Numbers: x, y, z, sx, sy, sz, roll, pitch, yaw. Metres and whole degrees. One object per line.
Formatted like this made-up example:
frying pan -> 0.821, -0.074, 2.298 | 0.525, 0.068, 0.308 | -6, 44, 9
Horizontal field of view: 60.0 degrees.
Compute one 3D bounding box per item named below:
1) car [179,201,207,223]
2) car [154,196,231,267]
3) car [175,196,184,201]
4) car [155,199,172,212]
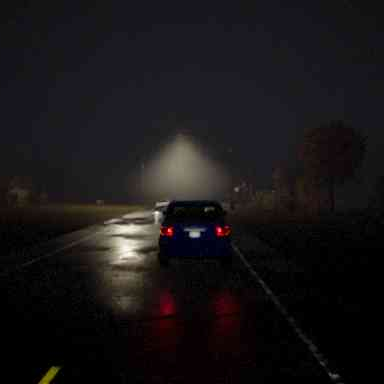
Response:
car -> 0.086, 1.587, 27.744 | 2.128, 1.511, 4.902 | 0, 0, 0
car -> 0.086, 1.259, 11.707 | 2.150, 2.045, 5.566 | 0, 0, 0
car -> -3.448, 1.752, 91.480 | 2.128, 1.511, 4.902 | 0, 0, 0
car -> -3.590, 1.677, 42.276 | 1.812, 1.442, 4.674 | 0, 0, 0
